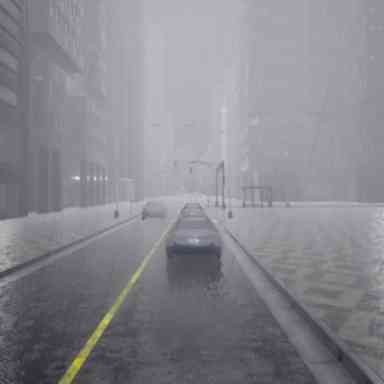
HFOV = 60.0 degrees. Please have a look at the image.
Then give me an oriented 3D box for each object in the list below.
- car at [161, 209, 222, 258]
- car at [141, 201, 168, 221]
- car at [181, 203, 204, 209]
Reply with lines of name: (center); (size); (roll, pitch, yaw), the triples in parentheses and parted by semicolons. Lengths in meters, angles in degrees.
car: (0.069, 1.575, 12.868); (1.994, 1.385, 4.181); (0, 0, 0)
car: (-3.078, 1.531, 27.881); (1.837, 1.490, 4.892); (0, -1, 0)
car: (0.060, 1.587, 26.941); (1.994, 1.385, 4.181); (0, 0, 0)
